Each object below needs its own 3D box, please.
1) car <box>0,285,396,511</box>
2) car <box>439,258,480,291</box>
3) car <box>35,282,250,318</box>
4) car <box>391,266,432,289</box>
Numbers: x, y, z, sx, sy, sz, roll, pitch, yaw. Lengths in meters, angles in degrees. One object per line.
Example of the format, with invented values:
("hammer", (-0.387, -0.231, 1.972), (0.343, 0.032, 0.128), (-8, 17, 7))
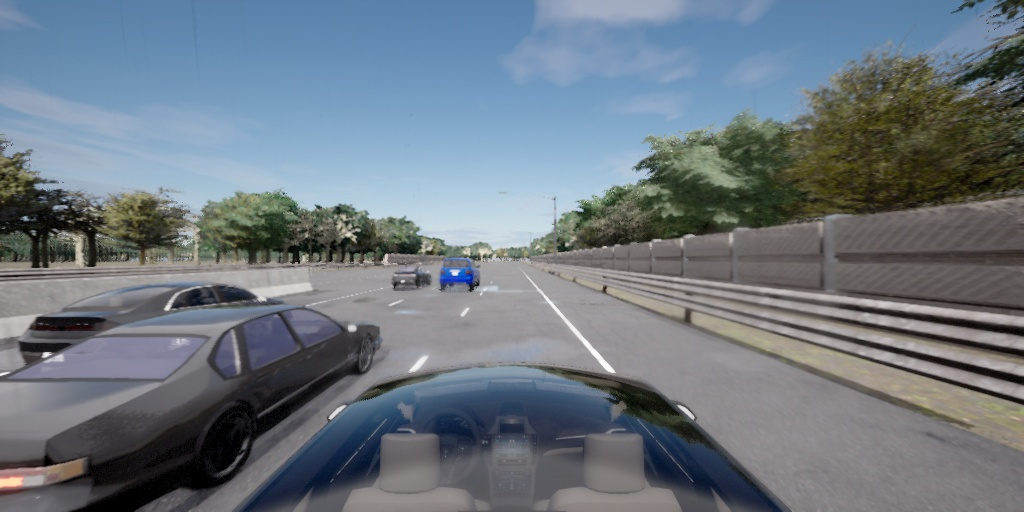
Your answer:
("car", (-3.399, 1.322, 4.521), (2.033, 1.411, 5.357), (0, 0, 0))
("car", (-3.406, 1.165, 24.124), (2.150, 2.045, 5.566), (0, 0, 0))
("car", (-6.903, 1.307, 7.827), (1.837, 1.490, 4.892), (0, -1, 0))
("car", (-6.908, 1.444, 25.119), (2.128, 1.511, 4.902), (0, 0, 0))
